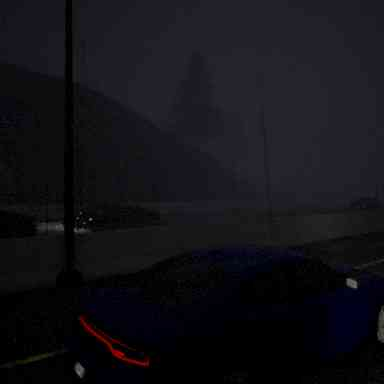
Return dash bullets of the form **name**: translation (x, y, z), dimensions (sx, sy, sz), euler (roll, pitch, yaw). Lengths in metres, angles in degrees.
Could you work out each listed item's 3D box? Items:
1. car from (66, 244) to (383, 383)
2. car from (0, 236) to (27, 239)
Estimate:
- **car**: translation (0.941, 1.479, 4.570), dimensions (5.008, 1.535, 1.882), euler (0, 0, -37)
- **car**: translation (-9.472, 1.526, 14.520), dimensions (4.892, 1.490, 1.837), euler (0, 0, -36)
